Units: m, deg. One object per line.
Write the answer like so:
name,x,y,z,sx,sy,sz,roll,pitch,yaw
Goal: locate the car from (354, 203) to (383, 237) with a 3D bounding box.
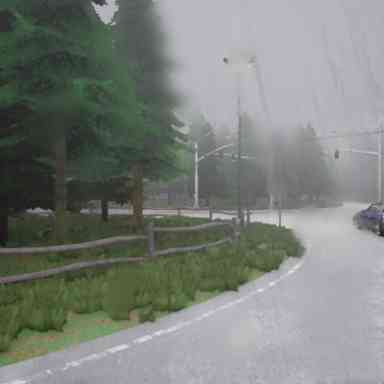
car,10.649,1.389,18.347,2.097,1.767,4.553,0,0,8
